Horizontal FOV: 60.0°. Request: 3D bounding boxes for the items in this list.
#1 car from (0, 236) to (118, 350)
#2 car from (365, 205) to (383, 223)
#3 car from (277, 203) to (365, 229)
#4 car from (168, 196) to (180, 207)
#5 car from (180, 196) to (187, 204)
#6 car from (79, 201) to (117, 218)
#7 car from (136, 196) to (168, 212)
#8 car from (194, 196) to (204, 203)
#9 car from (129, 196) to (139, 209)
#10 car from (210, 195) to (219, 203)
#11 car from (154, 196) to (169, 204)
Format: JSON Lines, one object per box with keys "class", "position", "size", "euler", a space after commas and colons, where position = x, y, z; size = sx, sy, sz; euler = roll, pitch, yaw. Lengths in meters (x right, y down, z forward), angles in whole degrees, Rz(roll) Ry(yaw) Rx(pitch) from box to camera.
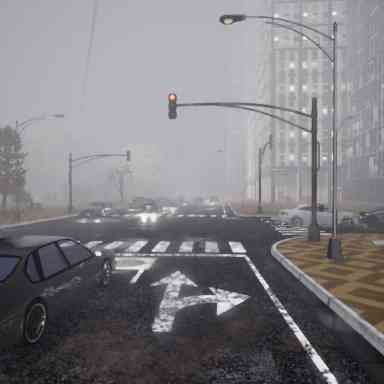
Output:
{"class": "car", "position": [-3.049, 1.546, 6.262], "size": [2.033, 1.411, 5.357], "euler": [0, 0, 5]}
{"class": "car", "position": [14.408, 1.388, 22.961], "size": [5.357, 1.411, 2.033], "euler": [0, 0, 5]}
{"class": "car", "position": [7.674, 1.431, 20.494], "size": [4.674, 1.442, 1.812], "euler": [0, 1, 9]}
{"class": "car", "position": [-3.426, 1.592, 51.581], "size": [1.895, 1.301, 4.718], "euler": [0, 0, 5]}
{"class": "car", "position": [-2.141, 1.476, 66.506], "size": [1.882, 1.535, 5.008], "euler": [0, 1, 5]}
{"class": "car", "position": [-8.416, 1.535, 30.355], "size": [2.033, 1.411, 5.357], "euler": [0, 0, 5]}
{"class": "car", "position": [-4.510, 1.482, 38.185], "size": [2.128, 1.511, 4.902], "euler": [0, 0, 4]}
{"class": "car", "position": [1.477, 1.565, 69.360], "size": [1.994, 1.385, 4.181], "euler": [0, 0, 5]}
{"class": "car", "position": [-7.172, 1.342, 45.633], "size": [2.097, 1.767, 4.553], "euler": [0, 0, 5]}
{"class": "car", "position": [4.887, 1.482, 72.179], "size": [1.882, 1.535, 5.008], "euler": [0, 0, 5]}
{"class": "car", "position": [-5.742, 1.473, 62.714], "size": [1.882, 1.535, 5.008], "euler": [0, 0, 5]}
